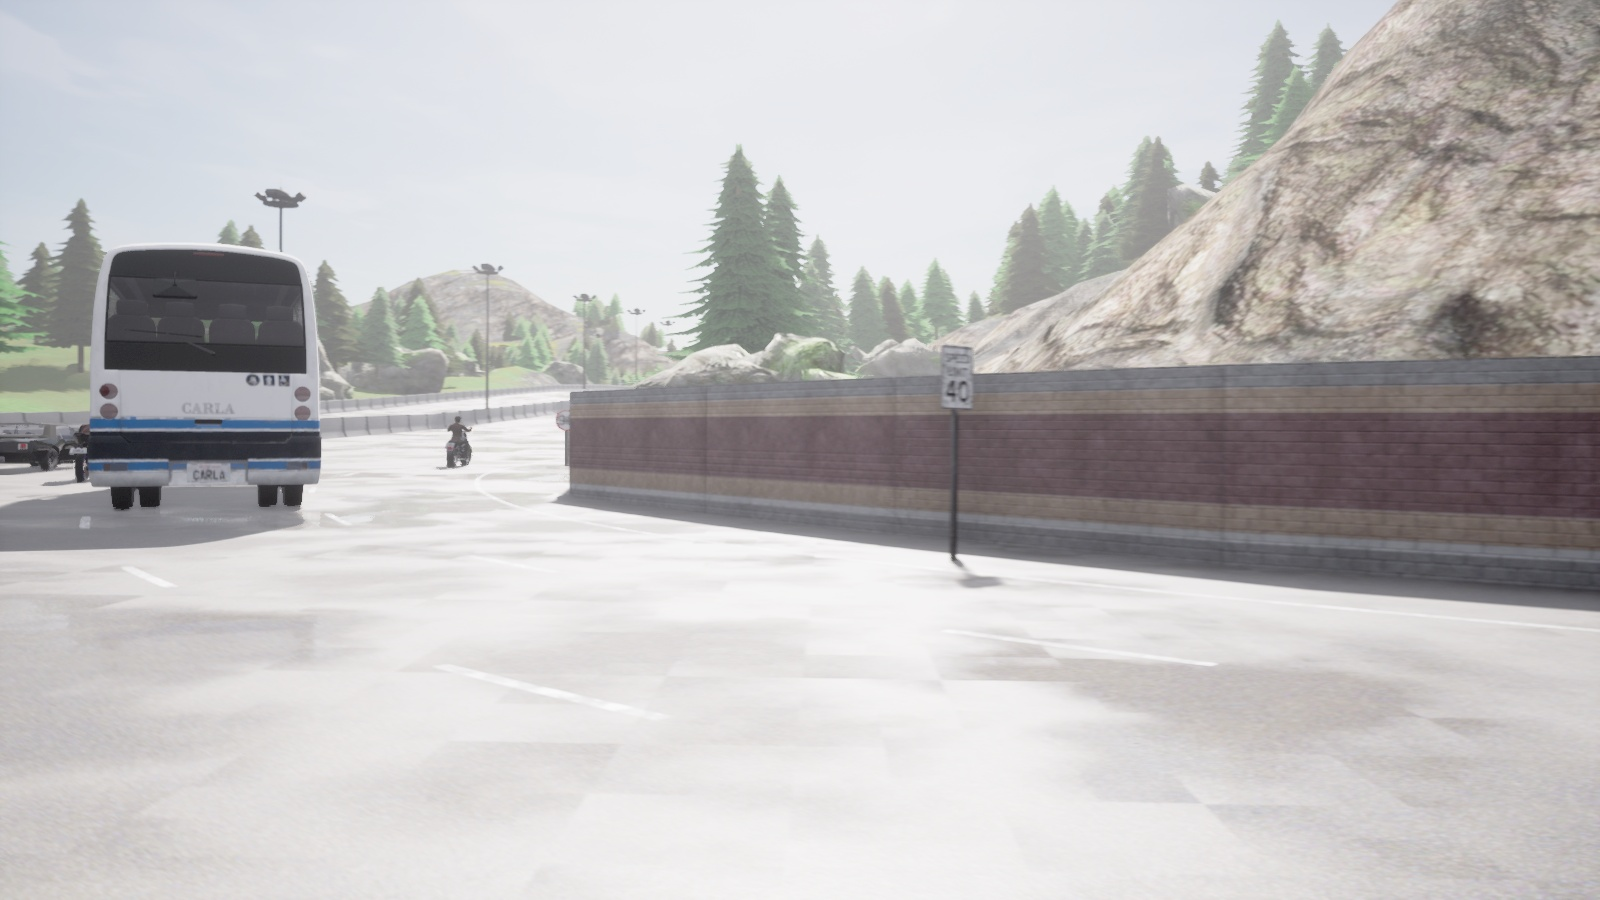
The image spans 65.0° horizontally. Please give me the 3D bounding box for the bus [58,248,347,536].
[{"bbox_3d":[-11.277,-1.001,24.025,3.944,4.253,10.273,-1,2,-25],"label":"bus"}]

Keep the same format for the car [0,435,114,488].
[{"bbox_3d":[-21.007,0.268,34.753,1.895,1.301,4.718,-1,1,-7],"label":"car"}]

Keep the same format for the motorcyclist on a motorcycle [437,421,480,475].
[{"bbox_3d":[-10.722,-0.081,39.526,0.766,1.649,2.350,0,1,-1],"label":"motorcyclist on a motorcycle"}]

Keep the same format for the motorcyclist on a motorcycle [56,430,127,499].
[{"bbox_3d":[-16.618,0.303,29.522,0.866,1.530,2.191,0,1,-14],"label":"motorcyclist on a motorcycle"}]
